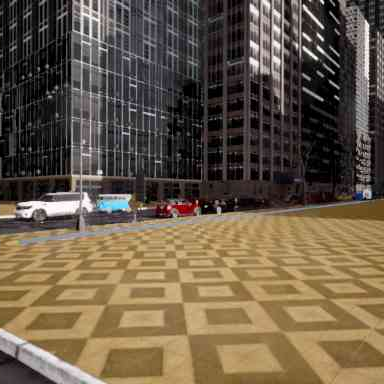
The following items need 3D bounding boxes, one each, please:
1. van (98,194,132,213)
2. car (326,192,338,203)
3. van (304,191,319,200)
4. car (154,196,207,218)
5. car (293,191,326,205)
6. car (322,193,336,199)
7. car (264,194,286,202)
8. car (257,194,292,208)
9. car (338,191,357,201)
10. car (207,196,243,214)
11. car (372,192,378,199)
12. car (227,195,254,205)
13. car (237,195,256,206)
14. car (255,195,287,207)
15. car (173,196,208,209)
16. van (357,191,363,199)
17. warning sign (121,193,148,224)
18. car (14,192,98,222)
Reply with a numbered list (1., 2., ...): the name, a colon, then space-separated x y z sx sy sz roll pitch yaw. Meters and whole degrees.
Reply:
1. van: -7.594 1.103 32.645 1.690 1.788 3.998 1 1 40
2. car: 21.019 0.838 53.070 2.192 1.841 5.009 1 1 40
3. van: 25.737 0.692 71.507 1.690 1.788 3.998 1 1 40
4. car: -1.047 1.238 27.033 1.967 1.590 4.097 1 1 40
5. car: 17.326 0.883 48.744 2.192 1.841 5.009 1 1 40
6. car: 33.123 0.826 80.165 1.947 1.339 4.313 1 1 40
7. car: 14.656 1.053 58.530 1.947 1.339 4.313 1 1 40
8. car: 9.938 1.242 40.094 1.802 1.307 4.206 1 1 40
9. car: 28.515 0.955 61.856 1.752 1.417 4.829 1 1 40
10. car: 2.602 1.318 31.398 1.947 1.339 4.313 1 1 40
11. car: 39.484 0.846 74.708 2.008 1.369 4.403 1 1 40
12. car: 7.269 1.145 49.875 1.947 1.339 4.313 1 1 40
13. car: 6.599 1.171 45.059 2.033 1.411 5.357 0 1 41
14. car: 10.842 1.160 45.229 2.033 1.411 5.357 0 1 41
15. car: -0.123 1.215 41.229 1.887 1.381 4.507 1 1 40
16. van: 35.792 0.681 70.378 1.690 1.788 3.998 1 1 40
17. warning sign: -3.545 0.975 20.655 1.300 1.860 1.060 0 0 40
18. car: -10.355 1.052 25.246 2.150 2.045 5.566 0 1 40
